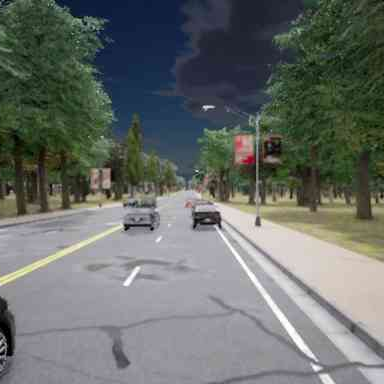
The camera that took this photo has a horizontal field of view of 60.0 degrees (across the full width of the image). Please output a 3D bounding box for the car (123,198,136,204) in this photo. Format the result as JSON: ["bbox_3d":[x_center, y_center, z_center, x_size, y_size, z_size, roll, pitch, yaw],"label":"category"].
[{"bbox_3d":[-9.802,1.744,53.627,1.882,1.535,5.008,0,0,1],"label":"car"}]

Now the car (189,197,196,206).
[{"bbox_3d":[0.978,1.509,32.898,2.097,1.767,4.553,0,0,0],"label":"car"}]

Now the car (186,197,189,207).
[{"bbox_3d":[0.005,1.634,56.562,2.097,1.767,4.553,0,0,0],"label":"car"}]

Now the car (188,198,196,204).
[{"bbox_3d":[0.008,1.964,75.719,1.895,1.301,4.718,0,0,0],"label":"car"}]

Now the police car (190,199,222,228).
[{"bbox_3d":[0.978,1.534,23.037,1.930,1.638,5.238,0,0,0],"label":"police car"}]

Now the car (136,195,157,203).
[{"bbox_3d":[-6.563,1.475,50.823,2.150,2.045,5.566,0,-1,0],"label":"car"}]

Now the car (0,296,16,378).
[{"bbox_3d":[-3.150,1.503,2.287,2.128,1.511,4.902,0,0,0],"label":"car"}]

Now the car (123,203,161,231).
[{"bbox_3d":[-3.148,1.649,21.604,2.033,1.411,5.357,0,0,0],"label":"car"}]

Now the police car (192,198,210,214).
[{"bbox_3d":[0.979,1.615,39.038,1.930,1.638,5.238,0,0,0],"label":"police car"}]
